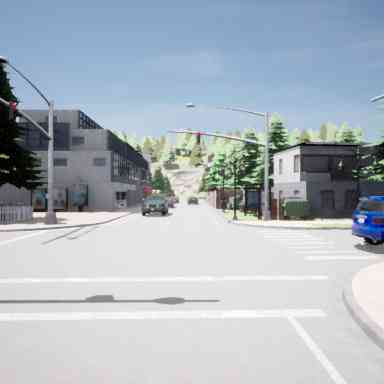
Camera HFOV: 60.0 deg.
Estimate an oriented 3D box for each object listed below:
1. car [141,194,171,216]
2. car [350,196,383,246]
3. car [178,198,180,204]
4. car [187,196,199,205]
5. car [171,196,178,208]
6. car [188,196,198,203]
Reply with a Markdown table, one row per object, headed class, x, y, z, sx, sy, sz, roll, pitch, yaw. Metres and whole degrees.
| class | x | y | z | sx | sy | sz | roll | pitch | yaw |
| --- | --- | --- | --- | --- | --- | --- | --- | --- | --- |
| car | -3.553 | 1.221 | 32.740 | 2.150 | 2.045 | 5.566 | 0 | 0 | 0 |
| car | 9.204 | 1.201 | 13.124 | 5.566 | 2.045 | 2.150 | 0 | 0 | -5 |
| car | -3.409 | 1.494 | 64.229 | 2.128 | 1.511 | 4.902 | 0 | 0 | 0 |
| car | 0.189 | 1.505 | 59.596 | 1.837 | 1.490 | 4.892 | 0 | 0 | 0 |
| car | -3.525 | 1.492 | 46.828 | 2.128 | 1.511 | 4.902 | 0 | 0 | 0 |
| car | 0.197 | 1.547 | 70.017 | 2.033 | 1.411 | 5.357 | 0 | 0 | 0 |
